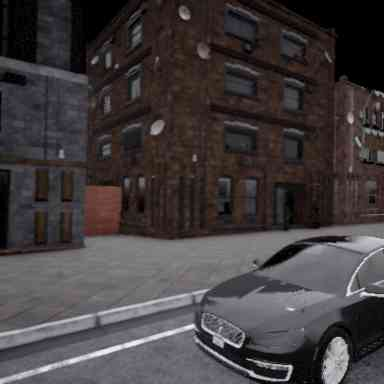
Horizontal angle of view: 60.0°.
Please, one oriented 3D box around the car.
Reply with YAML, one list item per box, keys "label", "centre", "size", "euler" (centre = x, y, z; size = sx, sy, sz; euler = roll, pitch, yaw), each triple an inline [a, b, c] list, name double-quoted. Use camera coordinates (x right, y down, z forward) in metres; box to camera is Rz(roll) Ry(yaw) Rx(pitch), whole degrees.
- label: "car"
  centre: [2.287, 1.512, 5.310]
  size: [4.892, 1.490, 1.837]
  euler: [0, 0, -35]
